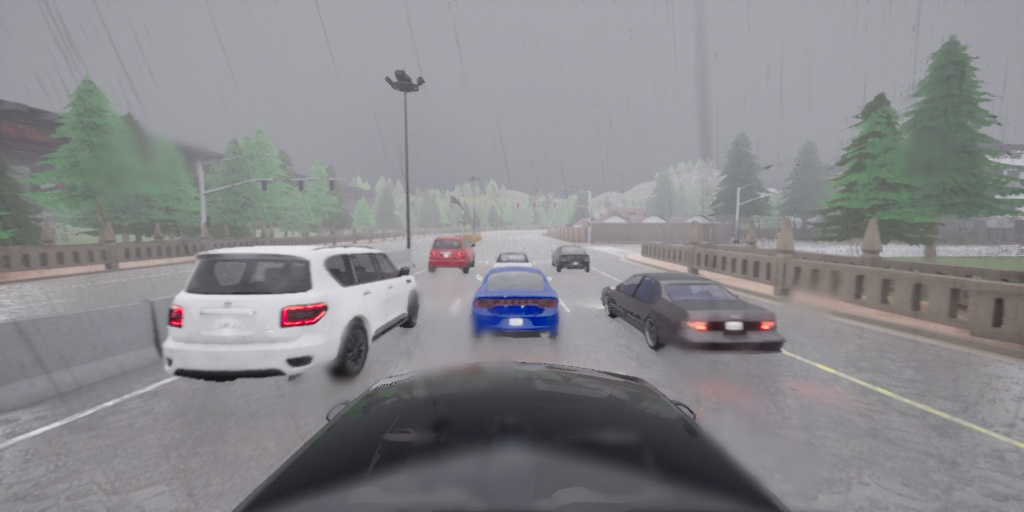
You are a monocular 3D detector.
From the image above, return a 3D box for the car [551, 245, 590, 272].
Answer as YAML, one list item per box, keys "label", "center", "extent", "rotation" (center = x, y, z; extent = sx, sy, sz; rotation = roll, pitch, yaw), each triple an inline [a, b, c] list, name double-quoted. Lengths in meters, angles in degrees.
- label: "car"
  center: [3.544, 0.060, 22.193]
  extent: [1.882, 1.535, 5.008]
  rotation: [0, 4, 1]

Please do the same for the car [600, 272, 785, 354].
- label: "car"
  center: [3.590, 1.086, 8.383]
  extent: [2.033, 1.411, 5.357]
  rotation: [0, 2, -1]

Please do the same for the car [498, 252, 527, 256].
- label: "car"
  center: [0.031, 0.441, 18.957]
  extent: [1.895, 1.301, 4.718]
  rotation: [0, 5, 0]

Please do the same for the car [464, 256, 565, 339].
- label: "car"
  center: [0.077, 0.977, 9.269]
  extent: [1.882, 1.535, 5.008]
  rotation: [0, 3, 0]

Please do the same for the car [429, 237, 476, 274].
- label: "car"
  center: [-3.482, -0.148, 21.539]
  extent: [2.150, 2.045, 5.566]
  rotation: [0, 5, 0]

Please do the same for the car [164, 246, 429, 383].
- label: "car"
  center: [-3.416, 0.815, 6.979]
  extent: [2.150, 2.045, 5.566]
  rotation: [0, 2, 0]
